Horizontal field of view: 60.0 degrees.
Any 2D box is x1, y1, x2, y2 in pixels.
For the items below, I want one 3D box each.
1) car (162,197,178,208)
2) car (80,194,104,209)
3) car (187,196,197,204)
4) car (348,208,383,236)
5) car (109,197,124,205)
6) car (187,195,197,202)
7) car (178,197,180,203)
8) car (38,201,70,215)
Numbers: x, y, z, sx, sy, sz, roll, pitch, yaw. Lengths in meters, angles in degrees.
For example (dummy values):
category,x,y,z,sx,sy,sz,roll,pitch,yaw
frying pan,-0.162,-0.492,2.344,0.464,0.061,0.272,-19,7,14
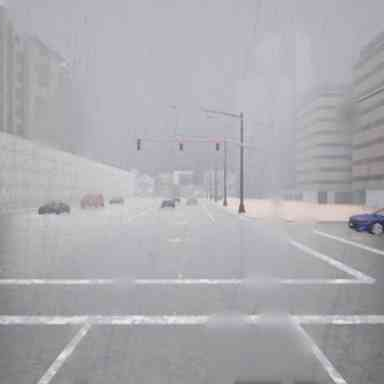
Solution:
category,x,y,z,sx,sy,sz,roll,pitch,yaw
car,-3.410,1.562,48.821,1.812,1.442,4.674,0,0,0
car,-14.078,1.253,47.201,2.150,2.045,5.566,0,0,0
car,0.004,1.525,63.423,1.882,1.535,5.008,0,0,0
car,11.112,1.491,17.986,5.008,1.535,1.882,0,0,0
car,-14.021,1.594,62.018,2.033,1.411,5.357,0,0,0
car,0.005,1.482,73.841,2.033,1.411,5.357,0,0,0
car,-3.463,1.651,70.911,1.895,1.301,4.718,0,0,0
car,-14.092,1.589,34.181,1.994,1.385,4.181,0,0,0
